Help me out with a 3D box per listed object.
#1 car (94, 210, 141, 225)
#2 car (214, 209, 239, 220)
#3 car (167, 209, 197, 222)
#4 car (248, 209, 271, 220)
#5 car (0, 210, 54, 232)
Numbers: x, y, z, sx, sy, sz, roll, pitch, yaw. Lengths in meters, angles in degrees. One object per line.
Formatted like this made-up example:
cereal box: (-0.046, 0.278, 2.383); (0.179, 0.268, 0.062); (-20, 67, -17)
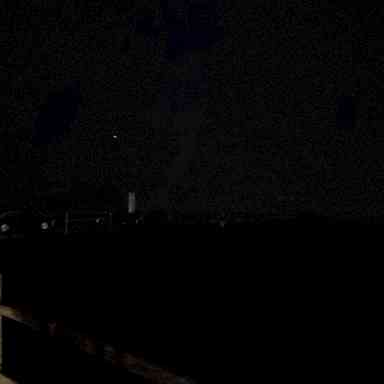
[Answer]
car: (-6.993, 2.418, 31.631); (2.128, 1.511, 4.902); (0, -2, 35)
car: (5.046, 3.286, 48.403); (1.837, 1.490, 4.892); (0, -3, 36)
car: (-1.036, 2.836, 39.953); (2.128, 1.511, 4.902); (0, -2, 36)
car: (10.357, 3.345, 50.831); (2.097, 1.767, 4.553); (0, -2, 36)
car: (-12.414, 2.058, 23.955); (1.837, 1.490, 4.892); (0, -2, 34)
